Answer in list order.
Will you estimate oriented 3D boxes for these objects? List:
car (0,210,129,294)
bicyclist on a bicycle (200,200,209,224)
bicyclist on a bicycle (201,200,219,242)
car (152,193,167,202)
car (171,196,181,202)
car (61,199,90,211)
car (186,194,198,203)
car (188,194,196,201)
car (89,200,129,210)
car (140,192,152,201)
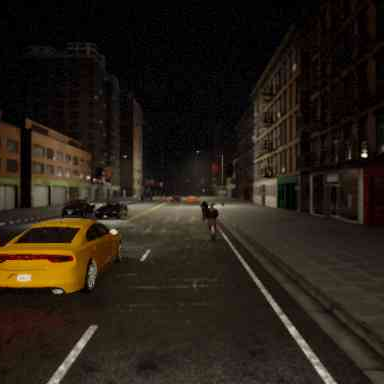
[{"bbox_3d":[-3.149,1.455,8.732,1.882,1.535,5.008,0,0,0],"label":"car"},{"bbox_3d":[0.893,1.388,23.791,0.582,1.620,1.656,0,0,0],"label":"bicyclist on a bicycle"},{"bbox_3d":[0.893,1.331,14.784,0.659,1.776,1.843,0,0,0],"label":"bicyclist on a bicycle"},{"bbox_3d":[-6.502,1.105,69.668,2.097,1.767,4.553,0,0,0],"label":"car"},{"bbox_3d":[-3.151,1.380,67.993,1.895,1.301,4.718,0,0,0],"label":"car"},{"bbox_3d":[-9.844,1.410,29.227,2.128,1.511,4.902,0,0,0],"label":"car"},{"bbox_3d":[0.046,1.151,62.475,2.097,1.767,4.553,0,0,0],"label":"car"},{"bbox_3d":[-0.002,1.212,80.073,1.882,1.535,5.008,0,0,0],"label":"car"},{"bbox_3d":[-6.598,1.469,27.966,2.033,1.411,5.357,0,0,0],"label":"car"},{"bbox_3d":[-9.752,0.963,71.419,2.150,2.045,5.566,0,0,0],"label":"car"}]
